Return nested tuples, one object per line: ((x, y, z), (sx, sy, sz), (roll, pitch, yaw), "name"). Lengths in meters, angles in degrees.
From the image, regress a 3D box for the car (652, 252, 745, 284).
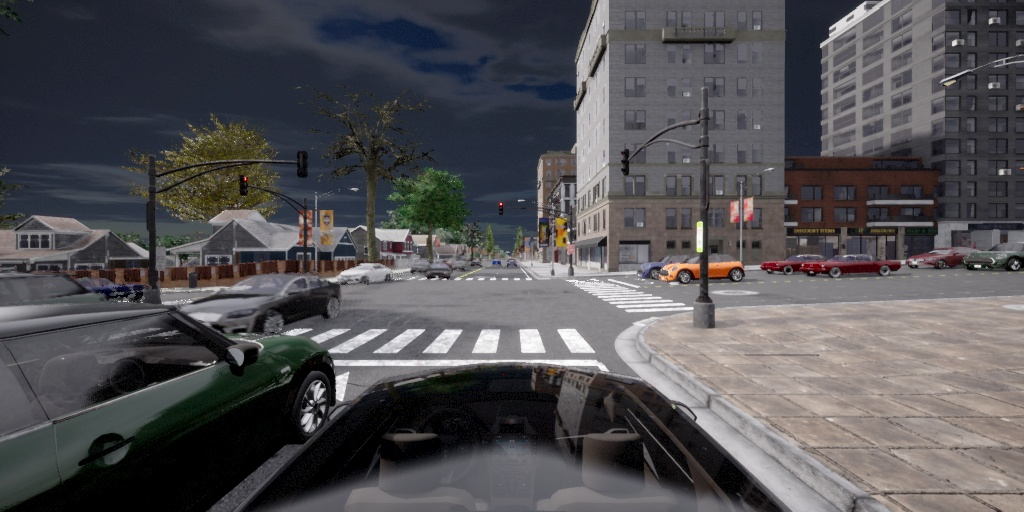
((11.353, 0.680, 21.695), (4.553, 1.767, 2.097), (-2, 0, 0), "car")

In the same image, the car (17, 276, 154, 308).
((-21.636, 1.806, 18.338), (4.718, 1.301, 1.895), (-2, 0, 0), "car")

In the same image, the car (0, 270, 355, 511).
((-3.152, 1.102, 2.461), (2.097, 1.767, 4.553), (0, 0, 0), "car")

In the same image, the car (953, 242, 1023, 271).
((30.492, -0.045, 21.764), (4.553, 1.767, 2.097), (-2, 0, 0), "car")

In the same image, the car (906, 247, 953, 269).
((30.407, 0.121, 25.011), (4.674, 1.442, 1.812), (-2, 0, 0), "car")

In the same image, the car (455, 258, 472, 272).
((-6.654, 1.286, 46.157), (1.837, 1.490, 4.892), (0, 0, 0), "car")

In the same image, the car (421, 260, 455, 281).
((-6.288, 1.311, 31.174), (2.033, 1.411, 5.357), (0, 0, -7), "car")

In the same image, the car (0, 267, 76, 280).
((-9.857, 1.102, 5.938), (2.097, 1.767, 4.553), (0, 0, 0), "car")

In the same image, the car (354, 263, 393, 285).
((-10.647, 1.285, 26.482), (1.812, 1.442, 4.674), (0, 0, 15), "car")

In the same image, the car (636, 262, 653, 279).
((11.099, 0.679, 25.015), (4.553, 1.767, 2.097), (-2, 0, 2), "car")

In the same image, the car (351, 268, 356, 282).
((-6.602, 1.257, 10.061), (2.128, 1.511, 4.902), (0, 0, 0), "car")

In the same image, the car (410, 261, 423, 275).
((-9.900, 1.276, 39.928), (1.837, 1.490, 4.892), (0, 0, 0), "car")

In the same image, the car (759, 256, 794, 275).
((20.096, 0.583, 24.979), (4.718, 1.301, 1.895), (-2, 0, 0), "car")

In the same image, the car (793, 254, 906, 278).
((20.337, 0.584, 21.730), (4.718, 1.301, 1.895), (-2, 0, 0), "car")
